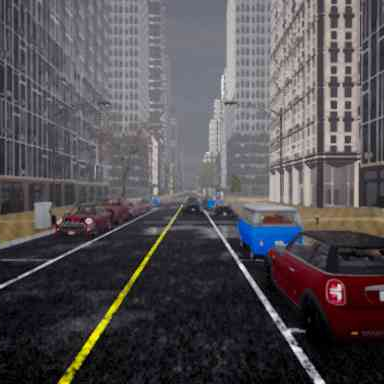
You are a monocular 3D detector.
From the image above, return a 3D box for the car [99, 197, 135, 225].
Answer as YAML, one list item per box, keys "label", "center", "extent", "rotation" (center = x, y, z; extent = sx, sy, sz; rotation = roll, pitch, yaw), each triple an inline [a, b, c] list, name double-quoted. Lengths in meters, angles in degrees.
- label: "car"
  center: [-5.718, 1.282, 23.486]
  extent: [2.192, 1.841, 5.009]
  rotation: [-1, 0, 0]

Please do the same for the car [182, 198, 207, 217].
- label: "car"
  center: [0.084, 1.520, 31.278]
  extent: [1.994, 1.385, 4.181]
  rotation: [0, 0, -1]

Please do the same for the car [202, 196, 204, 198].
- label: "car"
  center: [2.693, 1.478, 57.594]
  extent: [1.947, 1.339, 4.313]
  rotation: [-1, 0, 0]

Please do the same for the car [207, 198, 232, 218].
- label: "car"
  center: [2.661, 1.509, 29.176]
  extent: [2.008, 1.369, 4.403]
  rotation: [-1, 0, 0]

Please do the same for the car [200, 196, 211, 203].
- label: "car"
  center: [2.761, 1.456, 68.963]
  extent: [1.947, 1.339, 4.313]
  rotation: [-1, 0, 0]

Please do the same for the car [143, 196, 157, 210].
- label: "car"
  center: [-5.728, 1.523, 40.538]
  extent: [1.802, 1.307, 4.206]
  rotation: [-1, 0, 0]

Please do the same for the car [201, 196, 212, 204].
- label: "car"
  center: [2.747, 1.483, 63.277]
  extent: [1.802, 1.307, 4.206]
  rotation: [-1, 0, 0]

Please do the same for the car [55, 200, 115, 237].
- label: "car"
  center: [-5.712, 1.415, 17.803]
  extent: [1.967, 1.590, 4.097]
  rotation: [-1, 0, 0]

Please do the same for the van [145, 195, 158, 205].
- label: "van"
  center: [-5.734, 1.273, 46.222]
  extent: [1.690, 1.788, 3.998]
  rotation: [-1, 0, 0]

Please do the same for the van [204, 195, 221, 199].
- label: "van"
  center: [2.650, 1.283, 40.544]
  extent: [1.690, 1.788, 3.998]
  rotation: [-1, 0, 0]

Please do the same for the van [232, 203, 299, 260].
- label: "van"
  center: [2.671, 1.324, 12.124]
  extent: [1.690, 1.788, 3.998]
  rotation: [-1, 0, 0]

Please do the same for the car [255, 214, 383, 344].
- label: "car"
  center: [2.676, 1.431, 6.441]
  extent: [1.967, 1.590, 4.097]
  rotation: [-1, 0, 0]

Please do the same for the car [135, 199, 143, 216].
- label: "car"
  center: [-5.720, 1.540, 29.170]
  extent: [1.802, 1.307, 4.206]
  rotation: [-1, 0, 0]
